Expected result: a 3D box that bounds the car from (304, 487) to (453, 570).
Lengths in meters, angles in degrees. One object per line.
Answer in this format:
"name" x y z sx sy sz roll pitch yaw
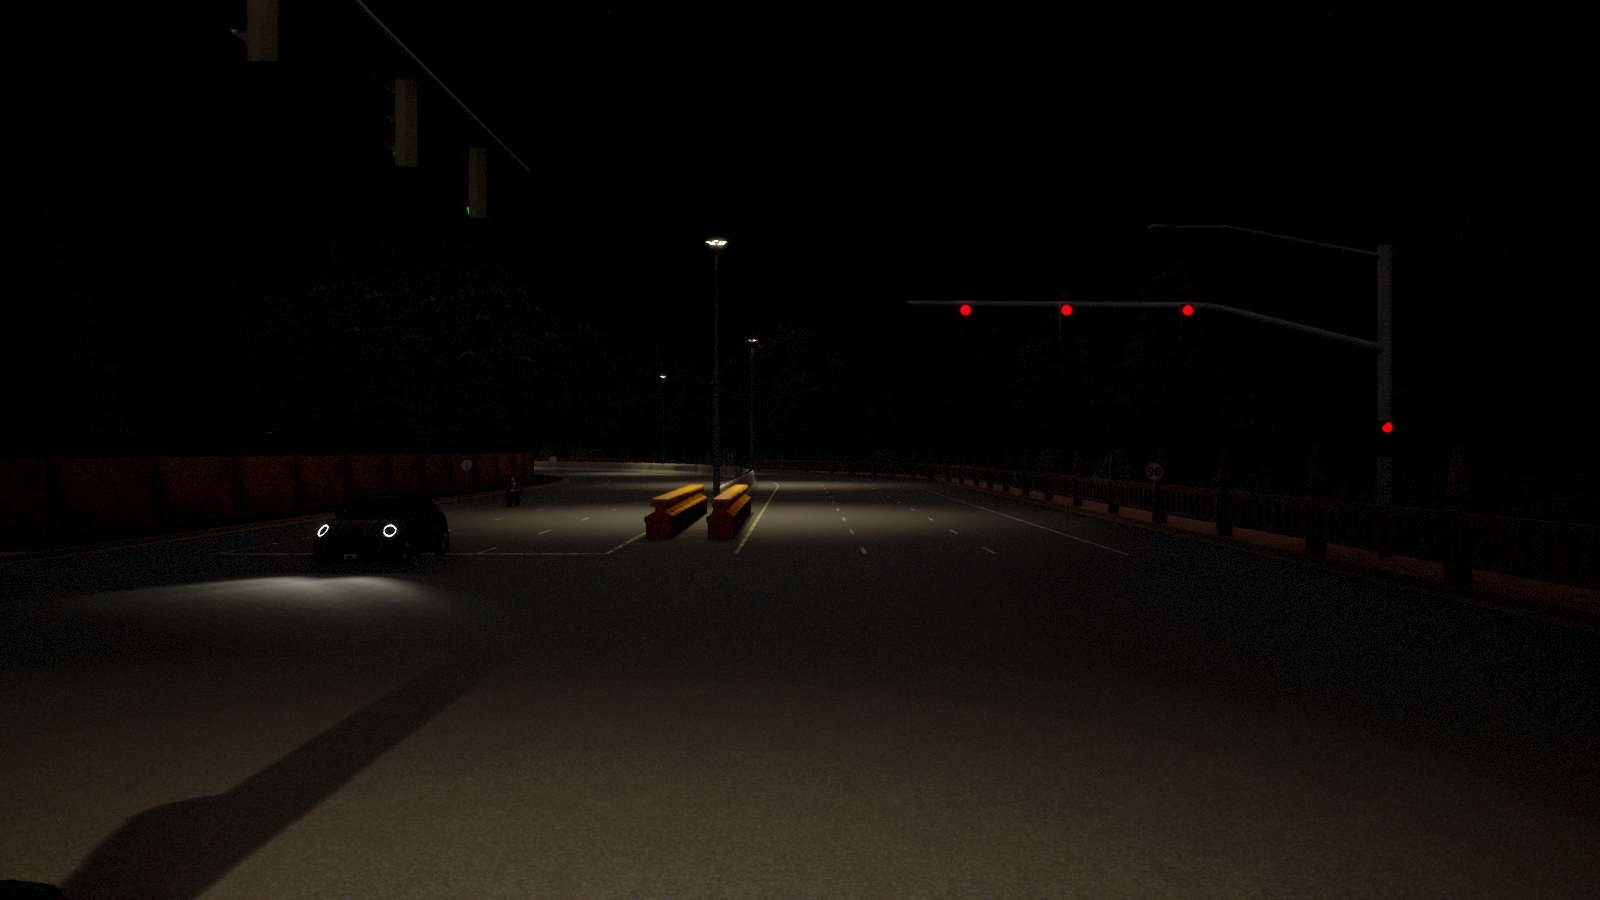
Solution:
"car" -10.504 1.906 28.861 2.097 1.767 4.553 0 0 0
